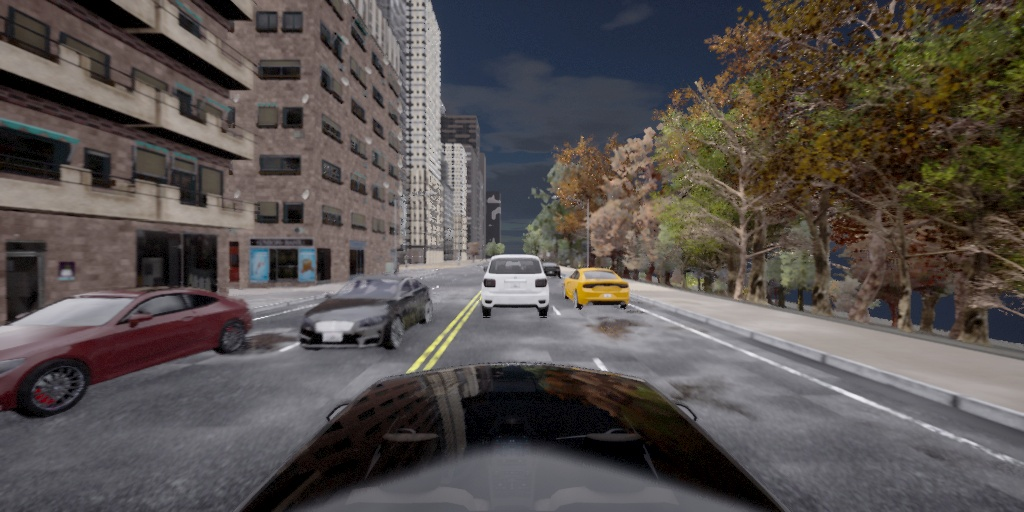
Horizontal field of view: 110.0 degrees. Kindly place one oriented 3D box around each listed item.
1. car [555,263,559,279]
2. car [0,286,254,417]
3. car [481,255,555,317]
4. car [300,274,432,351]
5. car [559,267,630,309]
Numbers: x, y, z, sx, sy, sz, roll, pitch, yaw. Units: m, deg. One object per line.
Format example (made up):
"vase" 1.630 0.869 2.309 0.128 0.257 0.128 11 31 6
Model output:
"car" 3.351 1.259 33.394 1.882 1.535 5.008 0 0 0
"car" -6.600 1.280 6.064 1.812 1.442 4.674 0 0 0
"car" 0.100 0.982 13.312 2.150 2.045 5.566 0 0 0
"car" -3.347 1.249 9.145 2.128 1.511 4.902 0 0 0
"car" 3.351 1.240 15.040 1.882 1.535 5.008 0 0 0
